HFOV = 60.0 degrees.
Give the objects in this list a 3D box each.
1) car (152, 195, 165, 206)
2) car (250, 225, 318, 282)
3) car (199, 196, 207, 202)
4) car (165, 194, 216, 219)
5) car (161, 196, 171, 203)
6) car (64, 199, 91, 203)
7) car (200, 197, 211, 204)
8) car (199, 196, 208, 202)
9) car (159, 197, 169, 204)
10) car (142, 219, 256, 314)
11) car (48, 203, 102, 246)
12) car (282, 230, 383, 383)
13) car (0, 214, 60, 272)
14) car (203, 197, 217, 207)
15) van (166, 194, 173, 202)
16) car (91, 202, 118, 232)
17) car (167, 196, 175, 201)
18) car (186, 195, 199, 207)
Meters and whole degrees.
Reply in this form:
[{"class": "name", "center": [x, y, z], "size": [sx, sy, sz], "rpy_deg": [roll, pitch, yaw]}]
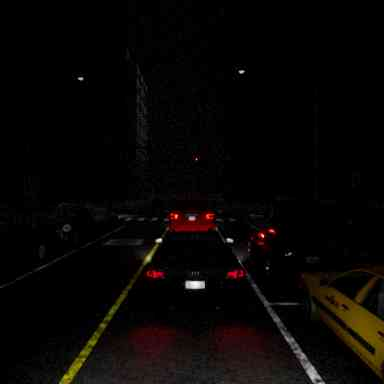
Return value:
[{"class": "car", "center": [-5.765, 1.426, 57.947], "size": [2.192, 1.841, 5.009], "rpy_deg": [0, 0, 0]}, {"class": "car", "center": [2.761, 1.582, 9.626], "size": [1.947, 1.339, 4.313], "rpy_deg": [0, 0, 0]}, {"class": "car", "center": [2.759, 1.699, 85.304], "size": [1.752, 1.417, 4.829], "rpy_deg": [0, 0, 0]}, {"class": "car", "center": [0.003, 1.251, 17.175], "size": [2.150, 2.045, 5.566], "rpy_deg": [0, 0, 0]}, {"class": "car", "center": [-5.766, 1.672, 74.089], "size": [1.752, 1.417, 4.829], "rpy_deg": [0, 0, 0]}, {"class": "car", "center": [-10.259, 1.410, 31.410], "size": [4.674, 1.442, 1.812], "rpy_deg": [1, 0, 9]}, {"class": "car", "center": [2.760, 1.686, 68.821], "size": [2.008, 1.369, 4.403], "rpy_deg": [0, 0, 0]}, {"class": "car", "center": [2.760, 1.705, 79.697], "size": [1.887, 1.381, 4.507], "rpy_deg": [0, 0, 0]}, {"class": "car", "center": [-5.765, 1.717, 68.821], "size": [1.802, 1.307, 4.206], "rpy_deg": [0, 0, 0]}, {"class": "car", "center": [0.059, 1.577, 7.754], "size": [1.994, 1.385, 4.181], "rpy_deg": [0, 0, 0]}, {"class": "car", "center": [-5.765, 1.466, 15.082], "size": [1.967, 1.590, 4.097], "rpy_deg": [0, 0, 0]}, {"class": "car", "center": [2.761, 1.533, 4.340], "size": [1.752, 1.417, 4.829], "rpy_deg": [0, 0, 0]}, {"class": "car", "center": [-5.764, 1.561, 9.624], "size": [1.887, 1.381, 4.507], "rpy_deg": [0, 0, 0]}, {"class": "car", "center": [2.760, 1.540, 52.509], "size": [1.967, 1.590, 4.097], "rpy_deg": [0, 0, 0]}, {"class": "van", "center": [-5.766, 1.514, 85.134], "size": [1.690, 1.788, 3.998], "rpy_deg": [0, 0, 0]}, {"class": "car", "center": [-5.765, 1.561, 20.368], "size": [1.752, 1.417, 4.829], "rpy_deg": [0, 0, 0]}, {"class": "car", "center": [-5.766, 1.737, 90.572], "size": [2.008, 1.369, 4.403], "rpy_deg": [0, 0, 0]}, {"class": "car", "center": [0.078, 1.454, 54.106], "size": [2.097, 1.767, 4.553], "rpy_deg": [0, 0, 0]}]
